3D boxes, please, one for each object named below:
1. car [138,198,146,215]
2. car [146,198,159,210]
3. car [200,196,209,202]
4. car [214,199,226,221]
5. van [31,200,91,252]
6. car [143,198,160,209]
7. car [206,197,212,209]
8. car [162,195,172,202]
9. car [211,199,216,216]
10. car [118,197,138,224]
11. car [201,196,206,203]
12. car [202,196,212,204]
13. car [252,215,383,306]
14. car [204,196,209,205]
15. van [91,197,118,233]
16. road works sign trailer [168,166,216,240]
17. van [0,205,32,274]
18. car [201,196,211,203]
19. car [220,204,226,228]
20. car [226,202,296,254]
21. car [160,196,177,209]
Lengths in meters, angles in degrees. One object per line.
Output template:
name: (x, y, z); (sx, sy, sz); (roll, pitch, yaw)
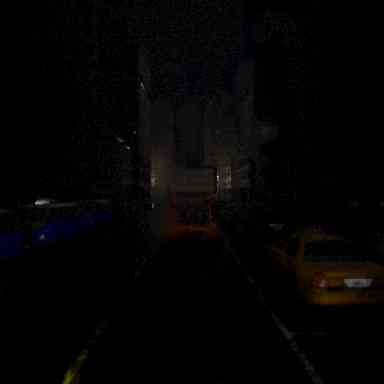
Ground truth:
car: (-5.678, 1.435, 30.200); (1.967, 1.590, 4.097); (-1, 0, 0)
car: (-5.678, 1.430, 41.371); (1.967, 1.590, 4.097); (-1, 0, 0)
car: (2.868, 1.544, 74.887); (1.802, 1.307, 4.206); (-1, 0, 0)
car: (2.856, 1.522, 24.784); (1.752, 1.417, 4.829); (-1, 0, 0)
van: (-5.679, 1.341, 13.443); (1.690, 1.788, 3.998); (-1, 0, 0)
car: (-5.677, 1.569, 46.957); (1.802, 1.307, 4.206); (-1, 0, 0)
car: (2.859, 1.559, 35.786); (1.947, 1.339, 4.313); (-1, 0, 0)
car: (-5.677, 1.507, 74.885); (1.887, 1.381, 4.507); (-1, 0, 0)
car: (2.858, 1.561, 30.200); (1.947, 1.339, 4.313); (-1, 0, 0)
car: (-5.680, 1.312, 24.614); (2.192, 1.841, 5.009); (-1, 0, 0)
car: (2.864, 1.530, 58.129); (2.008, 1.369, 4.403); (-1, 0, 0)
car: (2.865, 1.499, 63.885); (1.752, 1.417, 4.829); (-1, 0, 0)
car: (2.853, 1.526, 8.026); (1.752, 1.417, 4.829); (-1, 0, 0)
car: (2.861, 1.541, 41.371); (2.008, 1.369, 4.403); (-1, 0, 0)
van: (-5.679, 1.340, 19.028); (1.690, 1.788, 3.998); (-1, 0, 0)
road works sign trailer: (0.006, 0.464, 16.844); (2.380, 3.560, 2.880); (0, 0, 0)
van: (-5.679, 1.341, 7.856); (1.690, 1.788, 3.998); (-1, 0, 0)
car: (2.867, 1.534, 69.301); (1.947, 1.339, 4.313); (-1, 0, 0)
car: (2.856, 1.581, 19.028); (1.802, 1.307, 4.206); (-1, 0, 0)
car: (2.851, 1.315, 13.442); (2.192, 1.841, 5.009); (-1, 0, 0)
car: (-3.089, 1.514, 44.478); (1.812, 1.442, 4.674); (0, 0, 0)
